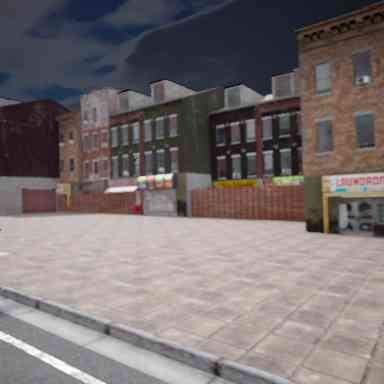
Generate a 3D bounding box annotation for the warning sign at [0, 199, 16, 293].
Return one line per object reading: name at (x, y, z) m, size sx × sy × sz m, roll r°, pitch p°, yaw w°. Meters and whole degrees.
warning sign at (-4.527, 1.124, 6.721) m, size 1.060 × 1.860 × 1.300 m, roll -3°, pitch 1°, yaw 35°
